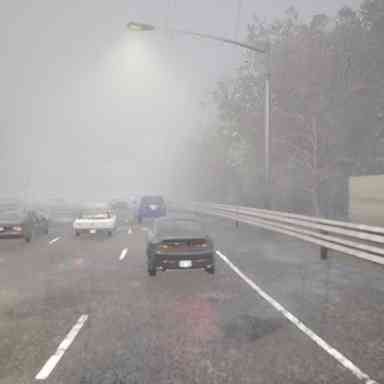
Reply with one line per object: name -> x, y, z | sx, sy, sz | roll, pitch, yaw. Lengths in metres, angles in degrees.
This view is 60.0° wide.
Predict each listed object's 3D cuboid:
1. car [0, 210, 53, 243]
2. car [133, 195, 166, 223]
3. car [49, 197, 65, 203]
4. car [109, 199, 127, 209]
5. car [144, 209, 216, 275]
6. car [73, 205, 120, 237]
car -> -8.404, 1.606, 16.366 | 2.033, 1.411, 5.357 | 0, 0, -10
car -> -3.405, 1.279, 26.551 | 2.150, 2.045, 5.566 | 0, 0, -14
car -> -31.600, 1.842, 77.775 | 4.718, 1.301, 1.895 | 0, 0, 44
car -> -10.266, 1.641, 45.967 | 1.812, 1.442, 4.674 | 0, 0, -24
car -> -0.503, 1.525, 10.581 | 1.837, 1.490, 4.892 | 0, 0, -8
car -> -5.274, 1.652, 18.596 | 1.895, 1.301, 4.718 | 0, 0, -10
